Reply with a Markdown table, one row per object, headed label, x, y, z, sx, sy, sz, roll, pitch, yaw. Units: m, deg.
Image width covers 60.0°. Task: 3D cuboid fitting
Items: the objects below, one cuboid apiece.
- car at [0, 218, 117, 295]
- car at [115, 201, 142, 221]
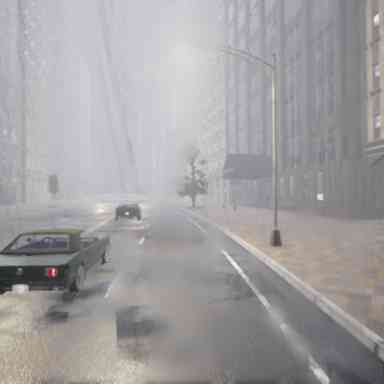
| label | x | y | z | sx | sy | sz | roll | pitch | yaw |
| --- | --- | --- | --- | --- | --- | --- | --- | --- | --- |
| car | -3.449 | 1.595 | 8.723 | 1.895 | 1.301 | 4.718 | 0 | 0 | -3 |
| car | -5.081 | 1.438 | 26.963 | 1.882 | 1.535 | 5.008 | 0 | 0 | -7 |
